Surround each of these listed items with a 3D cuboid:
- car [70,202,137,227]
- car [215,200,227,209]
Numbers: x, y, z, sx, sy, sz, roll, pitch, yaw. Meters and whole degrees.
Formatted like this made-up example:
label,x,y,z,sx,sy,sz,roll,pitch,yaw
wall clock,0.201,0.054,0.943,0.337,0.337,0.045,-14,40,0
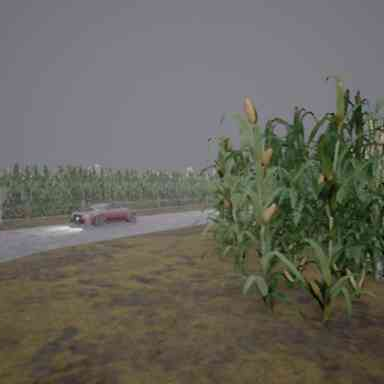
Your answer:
label,x,y,z,sx,sy,sz,roll,pitch,yaw
car,-5.467,1.336,20.900,1.994,1.385,4.181,1,2,36
car,4.128,1.059,34.207,1.812,1.442,4.674,1,2,36
